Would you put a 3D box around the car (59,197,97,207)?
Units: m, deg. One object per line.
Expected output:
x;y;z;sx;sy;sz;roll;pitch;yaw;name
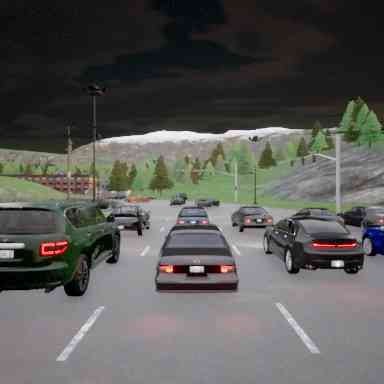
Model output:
-17.148;1.508;50.188;5.008;1.535;1.882;0;0;-4;car

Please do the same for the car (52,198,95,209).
-16.497;1.576;46.599;5.357;1.411;2.033;0;0;-2;car

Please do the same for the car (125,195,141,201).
-13.077;1.396;71.118;2.097;1.767;4.553;0;0;-23;car

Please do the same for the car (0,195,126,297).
-3.419;1.227;8.745;2.150;2.045;5.566;0;0;0;car

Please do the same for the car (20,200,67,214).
-16.038;1.586;36.047;4.181;1.385;1.994;0;0;-1;car

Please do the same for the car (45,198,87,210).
-16.294;1.552;43.121;4.674;1.442;1.812;0;0;-2;car

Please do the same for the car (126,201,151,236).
-3.456;1.503;18.599;2.128;1.511;4.902;0;0;0;car

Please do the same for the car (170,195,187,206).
-2.360;1.635;55.940;1.895;1.301;4.718;0;0;6;car

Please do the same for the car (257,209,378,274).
3.578;1.511;10.582;1.837;1.490;4.892;0;0;0;car

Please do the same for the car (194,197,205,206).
1.370;1.636;58.030;1.895;1.301;4.718;0;0;2;car

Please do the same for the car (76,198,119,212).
-11.350;1.531;40.207;4.892;1.490;1.837;-1;1;-11;car

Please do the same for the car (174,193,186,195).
-3.326;1.276;83.684;2.150;2.045;5.566;0;0;-30;car

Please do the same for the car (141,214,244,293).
0.083;1.553;8.989;2.033;1.411;5.357;0;0;0;car

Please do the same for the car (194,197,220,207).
2.488;1.520;47.845;2.128;1.511;4.902;0;0;26;car

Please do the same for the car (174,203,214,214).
0.047;1.559;19.058;2.033;1.411;5.357;0;0;0;car

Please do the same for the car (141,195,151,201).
-11.757;1.402;77.101;2.097;1.767;4.553;0;0;-27;car

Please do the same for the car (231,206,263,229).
3.523;1.560;20.074;2.033;1.411;5.357;0;0;-1;car

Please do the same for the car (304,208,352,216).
7.036;1.576;19.054;1.994;1.385;4.181;0;0;0;car

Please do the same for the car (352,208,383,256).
7.077;1.484;10.066;1.882;1.535;5.008;0;0;0;car

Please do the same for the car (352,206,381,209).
10.524;1.560;20.026;2.033;1.411;5.357;0;0;-1;car

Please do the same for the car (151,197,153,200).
-12.749;1.651;91.207;1.895;1.301;4.718;0;0;-41;car
